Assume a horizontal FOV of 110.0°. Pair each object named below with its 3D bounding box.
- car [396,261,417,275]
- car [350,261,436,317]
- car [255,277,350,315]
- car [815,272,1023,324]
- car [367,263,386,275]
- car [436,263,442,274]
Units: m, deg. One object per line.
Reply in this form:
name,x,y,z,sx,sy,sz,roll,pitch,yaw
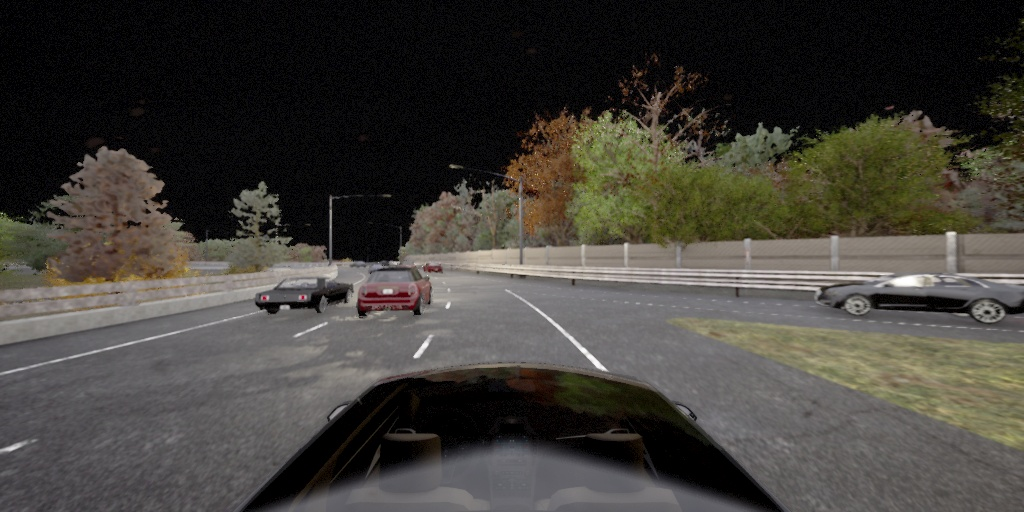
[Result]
car,-13.955,1.488,47.129,2.097,1.767,4.553,0,0,-24
car,-4.348,1.207,13.913,2.097,1.767,4.553,0,0,-7
car,-7.934,1.467,14.309,1.895,1.301,4.718,0,0,-7
car,13.530,1.296,12.224,4.902,1.511,2.128,0,-1,32
car,-17.923,1.710,47.376,1.994,1.385,4.181,0,-1,-25
car,-10.834,1.620,48.731,1.882,1.535,5.008,0,-1,-24
